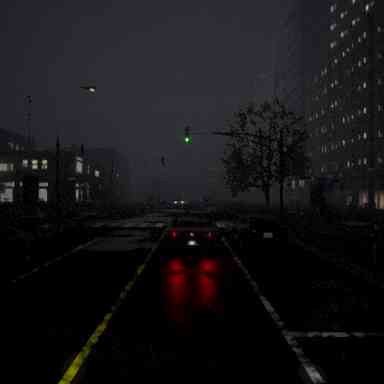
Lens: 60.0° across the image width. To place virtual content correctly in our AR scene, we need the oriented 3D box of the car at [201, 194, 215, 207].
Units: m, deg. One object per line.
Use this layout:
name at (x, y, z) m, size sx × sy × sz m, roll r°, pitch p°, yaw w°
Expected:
car at (2.694, 1.530, 52.053) m, size 1.752 × 1.417 × 4.829 m, roll 0°, pitch 0°, yaw 0°

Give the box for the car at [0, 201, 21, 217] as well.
car at (-17.147, 1.101, 26.958) m, size 5.009 × 1.841 × 2.192 m, roll 1°, pitch -1°, yaw -1°

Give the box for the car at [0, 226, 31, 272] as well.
car at (-5.686, 1.565, 8.314) m, size 1.947 × 1.339 × 4.313 m, roll 0°, pitch 0°, yaw 0°

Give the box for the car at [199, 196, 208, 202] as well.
car at (2.694, 1.574, 79.638) m, size 1.947 × 1.339 × 4.313 m, roll 0°, pitch 0°, yaw 0°

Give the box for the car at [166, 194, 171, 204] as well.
car at (-5.686, 1.556, 62.983) m, size 2.008 × 1.369 × 4.403 m, roll 0°, pitch 0°, yaw 0°

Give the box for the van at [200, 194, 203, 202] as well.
van at (2.695, 1.346, 57.434) m, size 1.690 × 1.788 × 3.998 m, roll 0°, pitch 0°, yaw 0°

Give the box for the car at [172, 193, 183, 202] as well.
car at (-3.000, 1.480, 78.386) m, size 1.882 × 1.535 × 5.008 m, roll 0°, pitch 0°, yaw 0°

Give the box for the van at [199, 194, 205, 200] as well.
van at (2.696, 1.352, 90.740) m, size 1.690 × 1.788 × 3.998 m, roll 0°, pitch 0°, yaw 0°

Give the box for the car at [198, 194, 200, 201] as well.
car at (2.694, 1.557, 68.536) m, size 2.008 × 1.369 × 4.403 m, roll 0°, pitch 0°, yaw 0°

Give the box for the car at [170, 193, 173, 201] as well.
car at (-5.686, 1.534, 79.466) m, size 1.752 × 1.417 × 4.829 m, roll 0°, pitch 0°, yaw 0°

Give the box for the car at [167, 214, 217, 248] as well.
car at (0.001, 1.617, 14.679) m, size 1.895 × 1.301 × 4.718 m, roll 0°, pitch 0°, yaw 0°

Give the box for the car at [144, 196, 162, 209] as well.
car at (-5.686, 1.585, 46.329) m, size 1.802 × 1.307 × 4.206 m, roll 0°, pitch 0°, yaw 0°

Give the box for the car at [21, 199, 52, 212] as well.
car at (-17.268, 1.372, 35.333) m, size 4.507 × 1.381 × 1.887 m, roll 1°, pitch -1°, yaw -1°

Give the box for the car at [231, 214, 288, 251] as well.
car at (2.694, 1.566, 13.854) m, size 1.947 × 1.339 × 4.313 m, roll 0°, pitch 0°, yaw 0°

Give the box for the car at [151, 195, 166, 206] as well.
car at (-5.685, 1.319, 51.880) m, size 2.192 × 1.841 × 5.009 m, roll 0°, pitch 0°, yaw 0°

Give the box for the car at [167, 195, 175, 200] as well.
car at (-5.686, 1.561, 90.738) m, size 2.008 × 1.369 × 4.403 m, roll 0°, pitch 0°, yaw 0°
